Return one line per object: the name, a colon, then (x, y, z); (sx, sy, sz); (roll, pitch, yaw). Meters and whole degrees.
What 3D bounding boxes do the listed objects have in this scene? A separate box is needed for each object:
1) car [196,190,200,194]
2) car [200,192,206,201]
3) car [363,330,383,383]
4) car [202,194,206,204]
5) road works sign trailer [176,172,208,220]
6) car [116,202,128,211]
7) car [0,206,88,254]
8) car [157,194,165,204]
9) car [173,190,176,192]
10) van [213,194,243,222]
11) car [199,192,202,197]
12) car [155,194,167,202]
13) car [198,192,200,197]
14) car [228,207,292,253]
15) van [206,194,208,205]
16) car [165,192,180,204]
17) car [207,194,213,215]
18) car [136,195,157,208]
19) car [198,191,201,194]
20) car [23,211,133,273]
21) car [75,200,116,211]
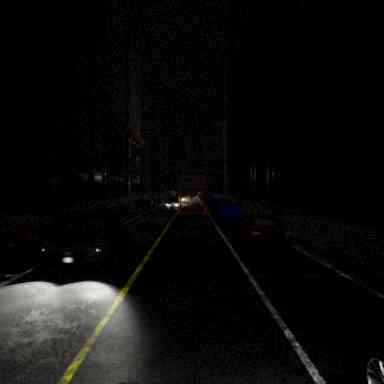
car: (2.679, 0.935, 80.485); (1.947, 1.339, 4.313); (1, 1, 0)
car: (2.678, 1.159, 52.361); (2.008, 1.369, 4.403); (1, 0, 0)
car: (2.675, 1.553, 1.740); (1.947, 1.339, 4.313); (1, 0, 0)
car: (2.677, 1.249, 41.112); (2.008, 1.369, 4.403); (1, 0, 0)
road works sign trailer: (0.002, 0.281, 25.690); (2.380, 3.560, 2.880); (0, 0, 0)
car: (-5.849, 1.372, 24.235); (1.887, 1.381, 4.507); (1, 0, 0)
car: (-5.850, 1.454, 12.986); (1.887, 1.381, 4.507); (1, 0, 0)
car: (-5.847, 1.159, 52.356); (2.008, 1.369, 4.403); (1, 0, 0)
car: (-5.845, 0.758, 86.101); (1.967, 1.590, 4.097); (1, 1, 0)
van: (2.679, 1.168, 24.237); (1.690, 1.788, 3.998); (1, 0, 0)
car: (2.678, 1.107, 57.986); (1.887, 1.381, 4.507); (1, 0, 0)
car: (-5.847, 1.042, 63.434); (1.752, 1.417, 4.829); (1, 0, 0)
car: (2.679, 1.060, 63.609); (1.887, 1.381, 4.507); (1, 0, 0)
car: (2.676, 1.491, 12.990); (1.802, 1.307, 4.206); (1, 0, 0)
van: (2.679, 1.083, 35.487); (1.690, 1.788, 3.998); (1, 0, 0)
car: (-3.060, 1.149, 53.245); (2.033, 1.411, 5.357); (0, 0, 0)
car: (2.678, 1.225, 29.862); (1.967, 1.590, 4.097); (1, 0, 0)
car: (-5.848, 1.243, 41.108); (1.887, 1.381, 4.507); (1, 0, 0)
car: (2.679, 1.012, 69.235); (1.887, 1.381, 4.507); (1, 0, 0)
car: (-3.100, 1.492, 10.286); (1.994, 1.385, 4.181); (0, 0, 0)
car: (-5.848, 1.309, 18.610); (1.967, 1.590, 4.097); (1, 0, 0)
